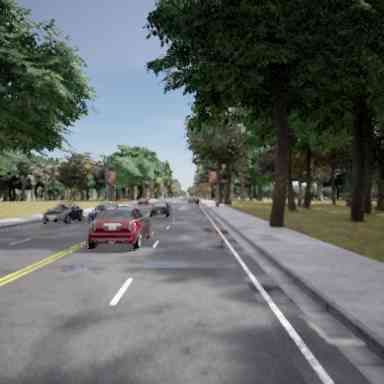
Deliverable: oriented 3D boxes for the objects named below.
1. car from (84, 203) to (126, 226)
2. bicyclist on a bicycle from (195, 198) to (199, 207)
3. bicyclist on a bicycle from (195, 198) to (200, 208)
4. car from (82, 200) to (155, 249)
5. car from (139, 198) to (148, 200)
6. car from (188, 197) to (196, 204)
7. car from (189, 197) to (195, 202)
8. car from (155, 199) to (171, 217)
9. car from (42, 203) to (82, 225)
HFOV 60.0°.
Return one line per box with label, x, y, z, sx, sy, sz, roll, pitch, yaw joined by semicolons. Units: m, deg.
car;-6.589;1.644;25.758;1.882;1.535;5.008;0;0;0
bicyclist on a bicycle;0.906;1.847;60.990;0.866;1.612;1.509;0;-1;0
bicyclist on a bicycle;0.909;1.793;50.826;0.582;1.620;1.656;0;-1;0
car;-3.146;1.448;15.246;2.097;1.767;4.553;0;0;0
car;-9.734;1.924;66.787;1.882;1.535;5.008;0;0;0
car;0.023;2.064;79.351;2.033;1.411;5.357;0;0;0
car;0.027;2.044;95.183;1.895;1.301;4.718;0;0;0
car;-3.142;1.749;33.914;1.812;1.442;4.674;0;0;0
car;-9.838;1.658;25.729;2.128;1.511;4.902;0;0;0
